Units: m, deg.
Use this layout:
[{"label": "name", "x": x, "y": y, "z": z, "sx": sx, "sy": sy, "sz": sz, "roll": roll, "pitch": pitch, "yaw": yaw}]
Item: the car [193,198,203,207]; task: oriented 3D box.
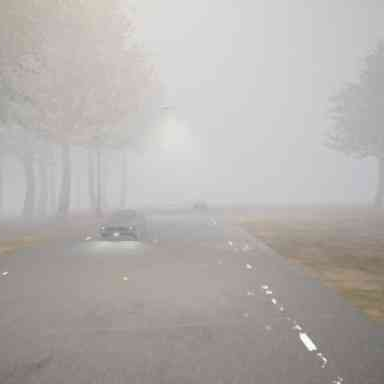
[{"label": "car", "x": 1.056, "y": 1.886, "z": 59.774, "sx": 1.837, "sy": 1.490, "sz": 4.892, "roll": 0, "pitch": 0, "yaw": 0}]

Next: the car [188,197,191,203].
[{"label": "car", "x": 0.008, "y": 1.886, "z": 78.627, "sx": 2.033, "sy": 1.411, "sz": 5.357, "roll": 0, "pitch": -1, "yaw": 0}]

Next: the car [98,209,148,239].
[{"label": "car", "x": -3.596, "y": 1.652, "z": 18.418, "sx": 2.033, "sy": 1.411, "sz": 5.357, "roll": 0, "pitch": 0, "yaw": 0}]

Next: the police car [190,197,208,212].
[{"label": "police car", "x": 1.054, "y": 1.690, "z": 43.880, "sx": 1.930, "sy": 1.638, "sz": 5.238, "roll": 0, "pitch": 0, "yaw": 0}]

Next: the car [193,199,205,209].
[{"label": "car", "x": 1.055, "y": 1.842, "z": 53.772, "sx": 1.837, "sy": 1.490, "sz": 4.892, "roll": 0, "pitch": 0, "yaw": 0}]

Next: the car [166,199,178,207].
[{"label": "car", "x": -3.537, "y": 1.902, "z": 59.155, "sx": 1.812, "sy": 1.442, "sz": 4.674, "roll": 0, "pitch": 0, "yaw": 1}]
